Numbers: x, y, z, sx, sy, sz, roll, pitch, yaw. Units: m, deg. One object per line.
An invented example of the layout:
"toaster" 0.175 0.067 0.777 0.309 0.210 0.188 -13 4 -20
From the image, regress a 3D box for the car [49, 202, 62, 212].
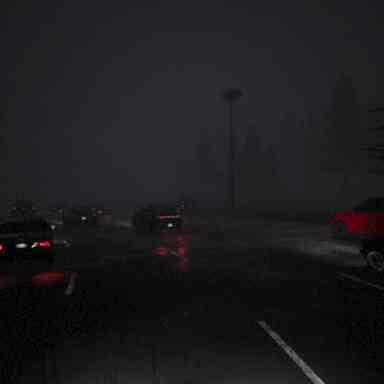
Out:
"car" -15.040 1.780 37.615 1.895 1.301 4.718 0 0 -27

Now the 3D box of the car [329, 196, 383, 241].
"car" 8.244 1.168 13.727 2.150 2.045 5.566 0 0 -19

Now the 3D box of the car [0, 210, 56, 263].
"car" -5.974 1.614 11.885 2.033 1.411 5.357 0 0 -25

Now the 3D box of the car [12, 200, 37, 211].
"car" -16.350 1.536 32.434 2.097 1.767 4.553 0 0 -27

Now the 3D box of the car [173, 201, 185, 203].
"car" -2.732 1.662 28.812 1.895 1.301 4.718 0 0 -27

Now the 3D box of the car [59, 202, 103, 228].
"car" -7.874 1.663 23.307 1.994 1.385 4.181 0 0 -26

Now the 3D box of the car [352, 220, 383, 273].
"car" 6.176 1.558 7.747 1.895 1.301 4.718 0 0 -10

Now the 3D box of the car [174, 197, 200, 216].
"car" -1.062 1.405 33.228 2.097 1.767 4.553 0 0 -27

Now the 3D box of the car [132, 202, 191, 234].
"car" -2.184 1.535 19.642 2.128 1.511 4.902 0 0 -25

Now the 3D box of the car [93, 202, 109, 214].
"car" -10.562 1.739 36.518 1.895 1.301 4.718 0 0 -27
